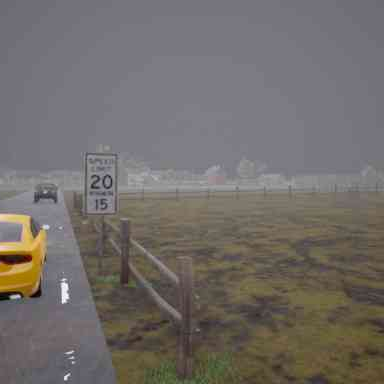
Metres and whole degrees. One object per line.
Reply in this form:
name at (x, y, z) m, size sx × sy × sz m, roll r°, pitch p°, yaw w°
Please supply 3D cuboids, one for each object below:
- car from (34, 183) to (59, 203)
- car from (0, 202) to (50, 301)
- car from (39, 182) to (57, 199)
car at (-15.424, 0.054, 35.221) m, size 2.150 × 2.045 × 5.566 m, roll 0°, pitch 2°, yaw -21°
car at (-4.363, 1.231, 7.527) m, size 1.882 × 1.535 × 5.008 m, roll 0°, pitch 2°, yaw -22°
car at (-19.336, -0.256, 44.862) m, size 2.150 × 2.045 × 5.566 m, roll 0°, pitch 2°, yaw -22°
